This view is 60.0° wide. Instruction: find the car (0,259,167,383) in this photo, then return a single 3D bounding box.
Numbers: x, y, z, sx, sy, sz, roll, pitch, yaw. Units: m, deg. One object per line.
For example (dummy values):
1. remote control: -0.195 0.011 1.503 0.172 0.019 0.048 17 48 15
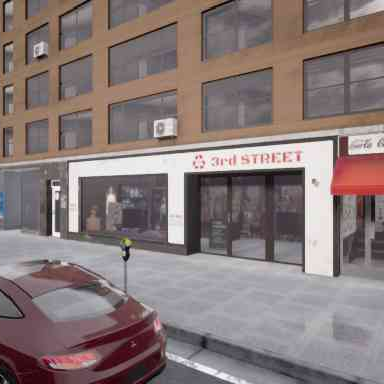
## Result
1. car: -2.217 1.582 4.395 4.206 1.307 1.802 0 0 36
